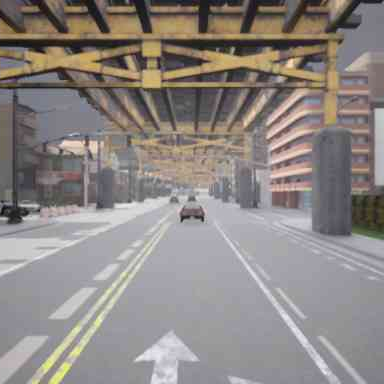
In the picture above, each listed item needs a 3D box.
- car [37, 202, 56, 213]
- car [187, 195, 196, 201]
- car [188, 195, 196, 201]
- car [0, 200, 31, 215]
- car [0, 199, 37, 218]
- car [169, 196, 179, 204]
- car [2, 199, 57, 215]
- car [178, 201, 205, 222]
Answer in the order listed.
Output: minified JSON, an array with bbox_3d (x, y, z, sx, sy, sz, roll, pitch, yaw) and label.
[{"bbox_3d":[-16.817,1.376,34.670,4.536,1.218,1.853,0,0,-20],"label":"car"},{"bbox_3d":[-0.014,1.596,77.014,1.882,1.535,5.008,0,0,0],"label":"car"},{"bbox_3d":[-0.016,1.539,87.429,1.837,1.490,4.892,0,0,0],"label":"car"},{"bbox_3d":[-17.142,1.366,30.551,4.536,1.218,1.853,0,0,25],"label":"car"},{"bbox_3d":[-17.094,1.524,30.529,4.974,1.542,2.038,0,0,25],"label":"car"},{"bbox_3d":[-3.518,1.646,66.449,1.837,1.490,4.892,0,0,0],"label":"car"},{"bbox_3d":[-16.769,1.533,34.688,4.974,1.542,2.038,0,0,-20],"label":"car"},{"bbox_3d":[0.040,1.665,27.058,1.895,1.301,4.718,0,0,1],"label":"car"}]
